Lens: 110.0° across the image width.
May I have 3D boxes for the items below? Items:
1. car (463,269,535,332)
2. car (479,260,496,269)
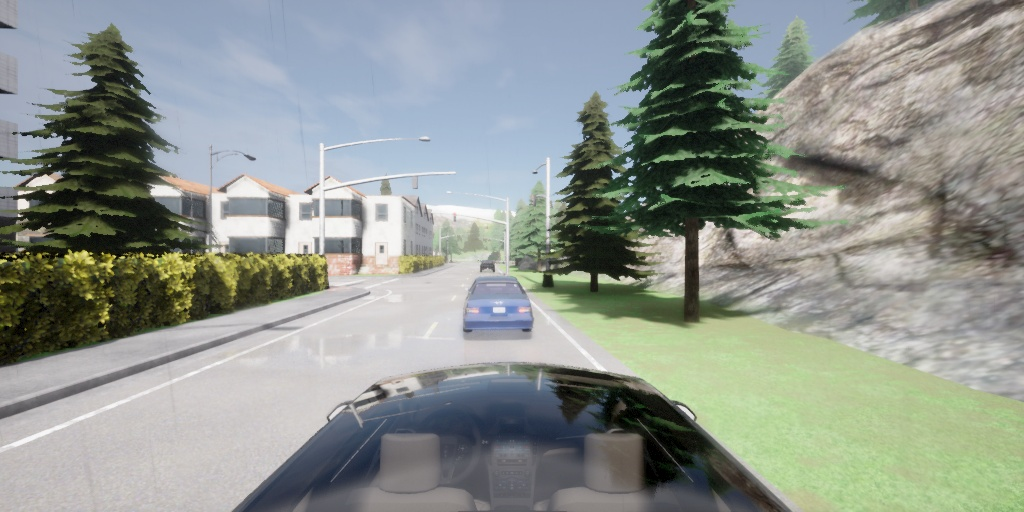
[{"bbox_3d":[-0.478,1.297,10.802,2.033,1.411,5.357,0,0,-4],"label":"car"},{"bbox_3d":[-3.104,1.254,45.261,1.837,1.490,4.892,0,0,-4],"label":"car"}]
